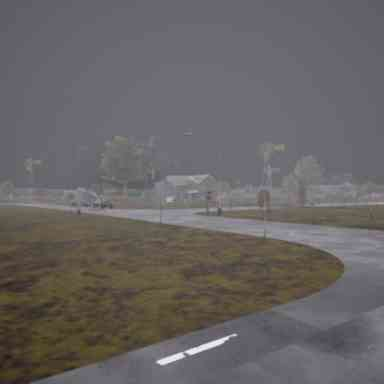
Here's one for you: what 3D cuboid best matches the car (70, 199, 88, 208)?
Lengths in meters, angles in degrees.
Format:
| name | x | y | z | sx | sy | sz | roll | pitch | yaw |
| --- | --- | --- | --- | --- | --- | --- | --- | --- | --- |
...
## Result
| name | x | y | z | sx | sy | sz | roll | pitch | yaw |
| --- | --- | --- | --- | --- | --- | --- | --- | --- | --- |
| car | -18.885 | 1.884 | 55.945 | 2.033 | 1.411 | 5.357 | -1 | 0 | -36 |

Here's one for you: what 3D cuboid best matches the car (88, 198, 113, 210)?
| name | x | y | z | sx | sy | sz | roll | pitch | yaw |
| --- | --- | --- | --- | --- | --- | --- | --- | --- | --- |
| car | -12.847 | 1.699 | 47.611 | 1.837 | 1.490 | 4.892 | -1 | 0 | -35 |
